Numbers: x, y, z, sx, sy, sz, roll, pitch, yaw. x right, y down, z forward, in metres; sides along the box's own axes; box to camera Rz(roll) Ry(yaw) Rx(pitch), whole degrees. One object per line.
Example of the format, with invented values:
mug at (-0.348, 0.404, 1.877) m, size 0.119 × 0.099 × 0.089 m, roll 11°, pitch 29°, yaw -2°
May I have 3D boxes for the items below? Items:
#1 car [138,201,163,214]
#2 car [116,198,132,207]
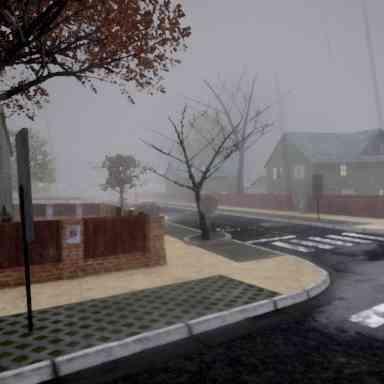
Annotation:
car at (-4.750, 1.752, 37.737) m, size 1.895 × 1.301 × 4.718 m, roll -3°, pitch 1°, yaw -22°
car at (-11.043, 1.663, 53.671) m, size 1.882 × 1.535 × 5.008 m, roll -3°, pitch 1°, yaw -22°
